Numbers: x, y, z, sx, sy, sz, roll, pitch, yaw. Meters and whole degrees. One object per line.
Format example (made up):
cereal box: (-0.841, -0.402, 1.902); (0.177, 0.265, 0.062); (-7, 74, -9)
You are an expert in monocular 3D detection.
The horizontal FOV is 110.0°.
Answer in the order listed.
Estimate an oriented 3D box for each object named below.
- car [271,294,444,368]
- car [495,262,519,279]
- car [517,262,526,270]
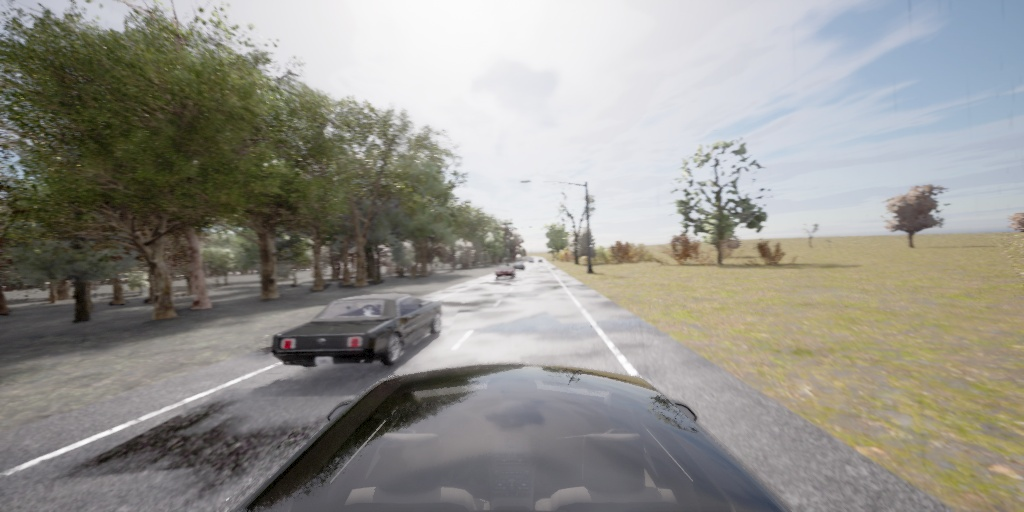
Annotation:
car: (-3.073, 1.538, 8.416); (1.895, 1.301, 4.718); (-2, 0, 5)
car: (-0.635, 1.689, 38.283); (1.895, 1.301, 4.718); (-2, 0, 5)
car: (1.271, 1.759, 61.677); (1.994, 1.385, 4.181); (-2, 0, 5)
